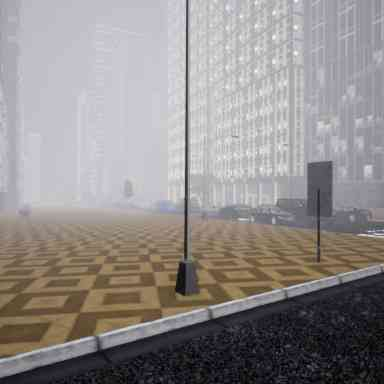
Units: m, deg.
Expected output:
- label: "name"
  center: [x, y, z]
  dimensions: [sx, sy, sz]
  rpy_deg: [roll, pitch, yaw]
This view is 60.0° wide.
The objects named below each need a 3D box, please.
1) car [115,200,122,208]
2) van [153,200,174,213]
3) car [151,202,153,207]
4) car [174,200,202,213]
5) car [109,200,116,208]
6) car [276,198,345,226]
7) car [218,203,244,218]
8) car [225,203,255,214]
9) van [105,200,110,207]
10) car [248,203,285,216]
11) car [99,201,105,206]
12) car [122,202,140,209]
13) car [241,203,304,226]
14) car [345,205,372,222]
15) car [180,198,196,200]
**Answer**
- label: "car"
  center: [-13.325, 2.605, 66.306]
  dimensions: [1.752, 1.417, 4.829]
  rpy_deg: [-1, -1, -26]
- label: "van"
  center: [-3.640, 2.008, 46.193]
  dimensions: [1.690, 1.788, 3.998]
  rpy_deg: [-1, -1, -26]
- label: "car"
  center: [-5.591, 2.500, 63.388]
  dimensions: [1.837, 1.490, 4.892]
  rpy_deg: [0, -1, -26]
- label: "car"
  center: [-0.372, 2.147, 45.444]
  dimensions: [1.837, 1.490, 4.892]
  rpy_deg: [0, -1, -25]
- label: "car"
  center: [-15.839, 2.734, 71.526]
  dimensions: [1.887, 1.381, 4.507]
  rpy_deg: [-1, -1, -26]
- label: "car"
  center: [8.808, 1.486, 26.351]
  dimensions: [2.150, 2.045, 5.566]
  rpy_deg: [0, -1, -26]
- label: "car"
  center: [4.478, 2.005, 35.360]
  dimensions: [1.994, 1.385, 4.181]
  rpy_deg: [0, -1, -25]
- label: "car"
  center: [6.355, 2.172, 44.759]
  dimensions: [1.947, 1.339, 4.313]
  rpy_deg: [-1, -1, -26]
- label: "van"
  center: [-18.283, 2.637, 76.595]
  dimensions: [1.690, 1.788, 3.998]
  rpy_deg: [-1, -1, -26]
- label: "car"
  center: [8.796, 2.071, 39.692]
  dimensions: [1.947, 1.339, 4.313]
  rpy_deg: [-1, -1, -26]
- label: "car"
  center: [-23.160, 3.056, 86.726]
  dimensions: [1.887, 1.381, 4.507]
  rpy_deg: [-1, -1, -26]
- label: "car"
  center: [-10.958, 2.528, 61.392]
  dimensions: [2.008, 1.369, 4.403]
  rpy_deg: [-1, -1, -26]
- label: "car"
  center: [6.127, 1.816, 25.921]
  dimensions: [2.008, 1.369, 4.403]
  rpy_deg: [-1, -1, -26]
- label: "car"
  center: [13.677, 1.857, 29.558]
  dimensions: [2.008, 1.369, 4.403]
  rpy_deg: [-1, -1, -26]
- label: "car"
  center: [-0.946, 2.021, 53.825]
  dimensions: [2.150, 2.045, 5.566]
  rpy_deg: [0, -1, -25]
